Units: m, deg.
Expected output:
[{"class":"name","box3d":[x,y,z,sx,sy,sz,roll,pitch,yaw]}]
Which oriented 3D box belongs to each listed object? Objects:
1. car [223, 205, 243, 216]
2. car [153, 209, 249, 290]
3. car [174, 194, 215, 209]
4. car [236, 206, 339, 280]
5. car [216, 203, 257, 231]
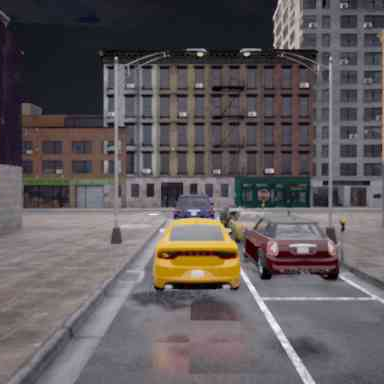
[{"class":"car","box3d":[2.639,1.460,15.477,1.752,1.417,4.829,0,0,0]},{"class":"car","box3d":[0.101,1.439,8.976,1.882,1.535,5.008,0,0,0]},{"class":"car","box3d":[0.122,1.141,19.020,2.150,2.045,5.566,0,0,1]},{"class":"car","box3d":[2.637,1.398,9.831,1.967,1.590,4.097,0,0,0]},{"class":"car","box3d":[2.640,1.463,20.782,2.008,1.369,4.403,0,0,0]}]
